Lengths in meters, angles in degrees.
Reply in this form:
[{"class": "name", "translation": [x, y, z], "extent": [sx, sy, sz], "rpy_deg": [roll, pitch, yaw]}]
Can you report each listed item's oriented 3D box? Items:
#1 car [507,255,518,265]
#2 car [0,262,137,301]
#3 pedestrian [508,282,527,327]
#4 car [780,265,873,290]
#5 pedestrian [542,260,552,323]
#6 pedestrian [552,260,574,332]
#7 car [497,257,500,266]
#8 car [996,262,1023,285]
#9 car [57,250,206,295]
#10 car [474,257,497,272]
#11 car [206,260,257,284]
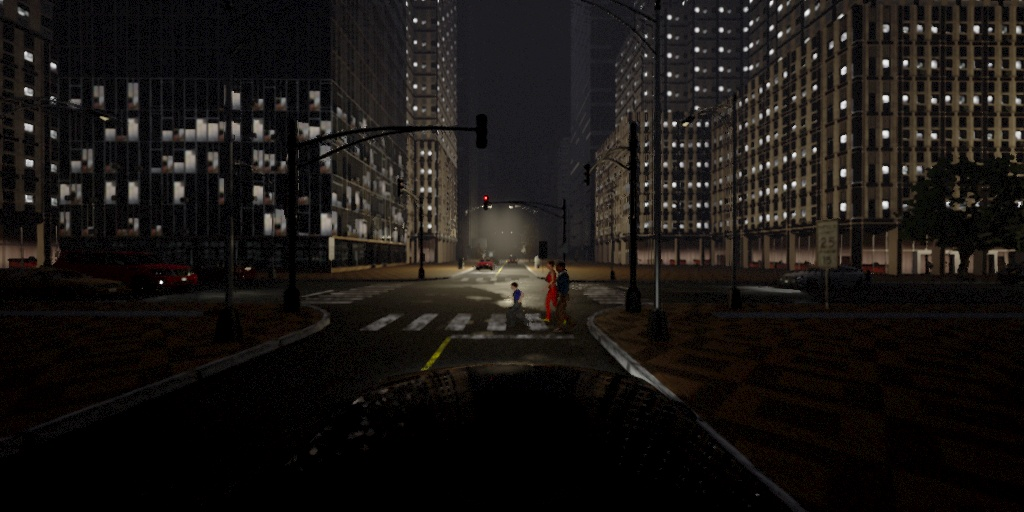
[{"class": "car", "translation": [0.088, 0.834, 65.148], "extent": [2.033, 1.411, 5.357], "rpy_deg": [0, 0, 0]}, {"class": "car", "translation": [-18.882, 1.073, 14.748], "extent": [4.829, 1.417, 1.751], "rpy_deg": [0, 0, -1]}, {"class": "pedestrian", "translation": [0.153, 1.266, 9.686], "extent": [0.375, 1.300, 0.375], "rpy_deg": [0, 0, 0]}, {"class": "car", "translation": [18.571, 1.232, 21.242], "extent": [4.674, 1.442, 1.812], "rpy_deg": [0, 0, -1]}, {"class": "pedestrian", "translation": [1.142, 0.982, 10.282], "extent": [0.375, 1.860, 0.375], "rpy_deg": [0, 0, 0]}, {"class": "pedestrian", "translation": [1.278, 0.991, 9.083], "extent": [0.375, 1.860, 0.375], "rpy_deg": [0, 0, 0]}, {"class": "car", "translation": [-2.978, 0.851, 57.186], "extent": [1.837, 1.490, 4.892], "rpy_deg": [0, 0, 1]}, {"class": "car", "translation": [36.002, 1.079, 24.079], "extent": [5.009, 1.841, 2.192], "rpy_deg": [0, 0, -1]}, {"class": "car", "translation": [-18.773, 0.761, 17.466], "extent": [5.566, 2.045, 2.150], "rpy_deg": [0, 0, -1]}, {"class": "car", "translation": [-3.031, 0.993, 40.750], "extent": [1.812, 1.442, 4.674], "rpy_deg": [0, 0, 0]}, {"class": "car", "translation": [-19.180, 0.957, 23.384], "extent": [4.097, 1.591, 1.967], "rpy_deg": [0, 0, -1]}]
